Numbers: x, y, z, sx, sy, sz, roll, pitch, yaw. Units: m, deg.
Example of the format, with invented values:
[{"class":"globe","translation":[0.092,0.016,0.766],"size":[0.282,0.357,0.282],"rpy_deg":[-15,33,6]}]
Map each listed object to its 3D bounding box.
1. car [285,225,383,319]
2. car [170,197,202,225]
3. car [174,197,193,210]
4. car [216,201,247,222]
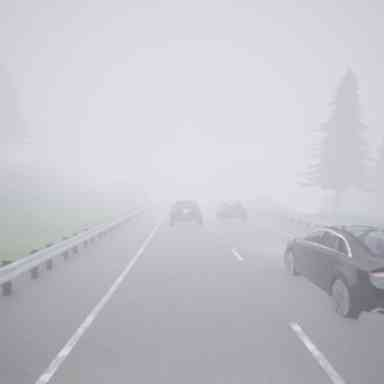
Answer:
[{"class":"car","translation":[3.502,1.471,7.284],"size":[2.128,1.511,4.902],"rpy_deg":[0,0,-1]},{"class":"car","translation":[-0.450,1.294,23.371],"size":[2.097,1.767,4.553],"rpy_deg":[0,0,-2]},{"class":"car","translation":[-1.068,1.389,41.256],"size":[2.128,1.511,4.902],"rpy_deg":[0,0,-2]},{"class":"car","translation":[2.979,1.426,25.566],"size":[2.128,1.511,4.902],"rpy_deg":[0,0,-2]}]
